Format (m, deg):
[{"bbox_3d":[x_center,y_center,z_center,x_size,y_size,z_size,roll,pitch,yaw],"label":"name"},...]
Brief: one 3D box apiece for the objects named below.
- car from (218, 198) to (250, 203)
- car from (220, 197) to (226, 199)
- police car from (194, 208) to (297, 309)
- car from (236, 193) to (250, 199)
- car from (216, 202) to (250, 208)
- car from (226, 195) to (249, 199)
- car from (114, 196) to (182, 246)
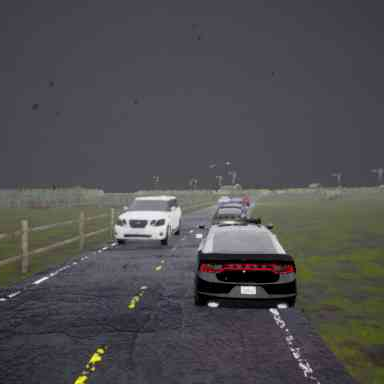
[{"bbox_3d":[2.947,1.460,23.625,1.882,1.535,5.008,0,0,10],"label":"car"},{"bbox_3d":[5.086,1.473,51.861,1.812,1.442,4.674,0,0,12],"label":"car"},{"bbox_3d":[1.098,1.423,8.093,1.930,1.638,5.238,0,0,4],"label":"police car"},{"bbox_3d":[7.755,1.168,51.290,2.150,2.045,5.566,0,0,12],"label":"car"},{"bbox_3d":[2.050,1.494,17.784,1.837,1.490,4.892,0,0,8],"label":"car"},{"bbox_3d":[5.658,1.438,41.184,1.882,1.535,5.008,0,0,12],"label":"car"},{"bbox_3d":[-1.819,1.213,15.716,2.150,2.045,5.566,0,0,7],"label":"car"}]
